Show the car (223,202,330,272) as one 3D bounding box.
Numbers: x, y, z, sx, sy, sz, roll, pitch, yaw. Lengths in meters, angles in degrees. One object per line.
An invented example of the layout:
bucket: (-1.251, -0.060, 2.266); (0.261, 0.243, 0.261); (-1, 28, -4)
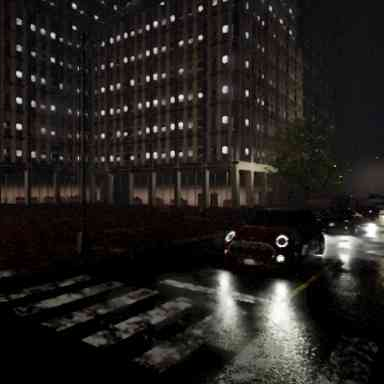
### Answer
car: (2.845, 1.325, 10.976); (2.097, 1.767, 4.553); (0, 0, 35)

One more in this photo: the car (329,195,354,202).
car: (14.956, 1.247, 33.093); (2.192, 1.841, 5.009); (0, 0, 35)

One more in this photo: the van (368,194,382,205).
van: (31.142, 1.213, 56.534); (1.690, 1.788, 3.998); (0, 0, 35)

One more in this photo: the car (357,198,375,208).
car: (24.666, 1.481, 47.157); (1.802, 1.307, 4.206); (0, 0, 35)

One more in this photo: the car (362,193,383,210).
car: (20.193, 1.160, 36.028); (2.150, 2.045, 5.566); (0, 0, 35)

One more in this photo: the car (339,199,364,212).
car: (18.192, 1.488, 37.781); (1.947, 1.339, 4.313); (0, 0, 35)

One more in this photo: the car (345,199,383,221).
car: (14.135, 1.556, 27.333); (1.895, 1.301, 4.718); (0, 0, 35)

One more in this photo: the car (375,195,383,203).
car: (37.616, 1.386, 65.910); (1.887, 1.381, 4.507); (0, 0, 35)

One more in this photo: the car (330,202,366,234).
car: (8.456, 1.529, 19.120); (1.994, 1.385, 4.181); (0, 0, 35)
